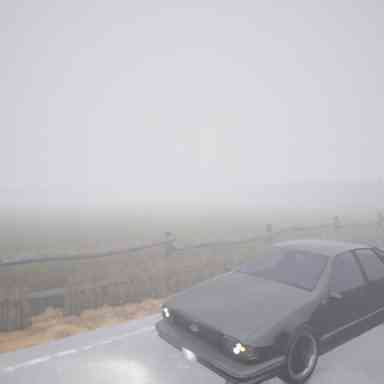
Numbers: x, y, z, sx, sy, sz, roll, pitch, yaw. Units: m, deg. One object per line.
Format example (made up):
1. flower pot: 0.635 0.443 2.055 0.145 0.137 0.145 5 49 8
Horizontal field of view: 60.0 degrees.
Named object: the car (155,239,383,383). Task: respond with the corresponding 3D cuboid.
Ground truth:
1. car: 2.076 1.568 5.621 5.357 1.411 2.033 0 0 -37
